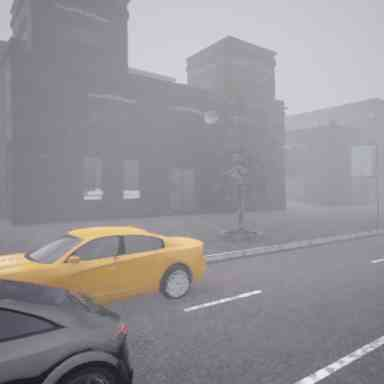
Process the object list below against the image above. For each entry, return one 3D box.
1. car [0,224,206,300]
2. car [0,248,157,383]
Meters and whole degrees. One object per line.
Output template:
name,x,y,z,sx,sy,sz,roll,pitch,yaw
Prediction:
car,-2.008,1.479,6.829,5.008,1.535,1.882,0,0,-36
car,-2.654,1.566,2.921,4.181,1.385,1.994,0,0,-36
